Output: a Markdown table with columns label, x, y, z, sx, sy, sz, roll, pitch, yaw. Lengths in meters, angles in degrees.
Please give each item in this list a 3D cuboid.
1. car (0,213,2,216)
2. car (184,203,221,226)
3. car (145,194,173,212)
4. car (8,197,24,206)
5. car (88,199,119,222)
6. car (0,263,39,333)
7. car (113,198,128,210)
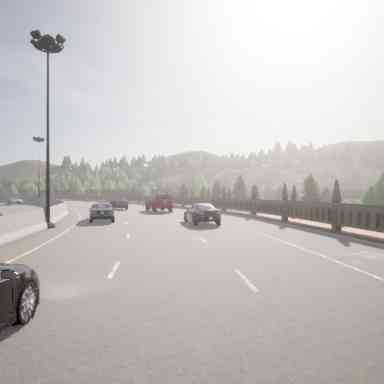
| label | x | y | z | sx | sy | sz | roll | pitch | yaw |
| --- | --- | --- | --- | --- | --- | --- | --- | --- | --- |
| car | -12.882 | 1.601 | 19.517 | 1.895 | 1.301 | 4.718 | 0 | 0 | -13 |
| car | 0.681 | 1.526 | 23.570 | 1.812 | 1.442 | 4.674 | 0 | 0 | -13 |
| car | -3.879 | 1.220 | 38.407 | 2.150 | 2.045 | 5.566 | 0 | 0 | -21 |
| car | -29.736 | 1.524 | 56.106 | 1.812 | 1.442 | 4.674 | 0 | 0 | -37 |
| car | -7.113 | 1.547 | 26.146 | 2.033 | 1.411 | 5.357 | 0 | 0 | -16 |
| car | -3.629 | 1.503 | 4.162 | 1.837 | 1.490 | 4.892 | 0 | 0 | -2 |
| car | -9.516 | 1.490 | 42.651 | 2.128 | 1.511 | 4.902 | 0 | 0 | -24 |
